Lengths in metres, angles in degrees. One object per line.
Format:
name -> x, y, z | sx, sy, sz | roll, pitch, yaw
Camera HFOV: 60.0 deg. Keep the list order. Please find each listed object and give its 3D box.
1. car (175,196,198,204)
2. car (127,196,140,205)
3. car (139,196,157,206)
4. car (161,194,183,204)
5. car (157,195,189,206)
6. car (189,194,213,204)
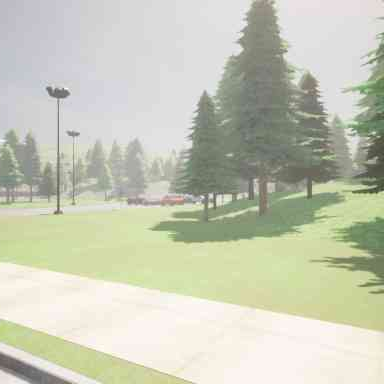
car -> -0.972, 1.549, 65.222 | 2.033, 1.411, 5.357 | 0, 0, 31
car -> -9.303, 1.493, 58.141 | 2.128, 1.511, 4.902 | 0, 0, 32
car -> -6.282, 1.602, 56.368 | 1.895, 1.301, 4.718 | 0, 0, 32
car -> -3.980, 1.354, 67.012 | 2.097, 1.767, 4.553 | 0, 0, 31
car -> -3.077, 1.353, 54.897 | 2.097, 1.767, 4.553 | 0, 0, 32
car -> 2.036, 1.223, 63.433 | 2.150, 2.045, 5.566 | 0, 0, 31
